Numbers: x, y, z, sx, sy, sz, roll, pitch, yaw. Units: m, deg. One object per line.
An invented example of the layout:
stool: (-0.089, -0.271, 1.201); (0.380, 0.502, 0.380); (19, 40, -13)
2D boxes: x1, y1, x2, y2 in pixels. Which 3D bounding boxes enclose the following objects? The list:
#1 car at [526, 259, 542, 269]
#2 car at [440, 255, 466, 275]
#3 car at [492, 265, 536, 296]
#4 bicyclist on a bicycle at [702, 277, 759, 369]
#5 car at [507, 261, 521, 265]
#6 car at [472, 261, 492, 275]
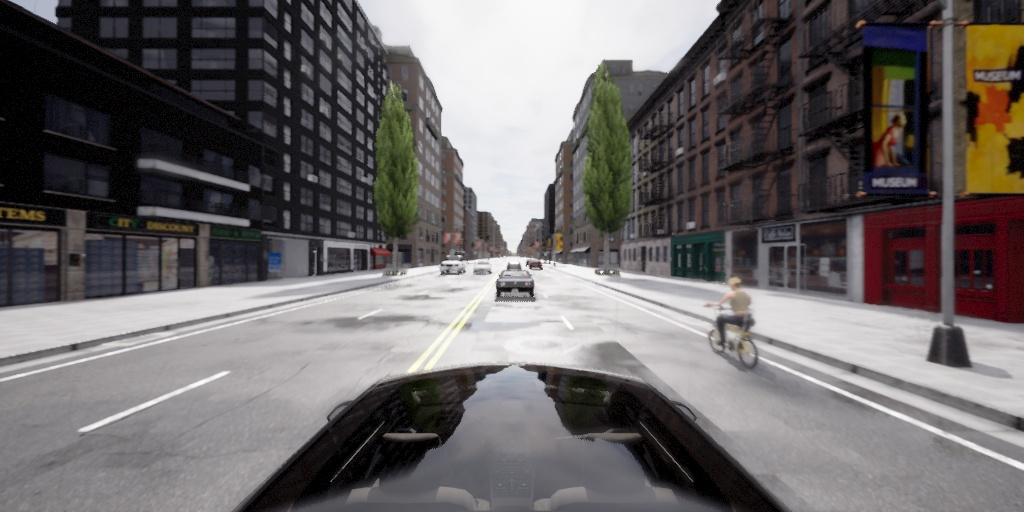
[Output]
car: (3.544, 1.224, 54.897); (1.882, 1.535, 5.008); (0, 0, 0)
car: (-6.448, 0.948, 39.725); (2.150, 2.045, 5.566); (0, 0, 0)
car: (0.159, 1.349, 19.185); (1.895, 1.301, 4.718); (0, 0, 0)
bicyclist on a bicycle: (4.188, 1.198, 6.845); (0.866, 1.612, 1.509); (0, 0, 0)
car: (0.265, 1.304, 47.269); (1.994, 1.385, 4.181); (0, 0, 0)
car: (-3.201, 1.259, 39.725); (1.812, 1.442, 4.674); (0, 0, 0)
